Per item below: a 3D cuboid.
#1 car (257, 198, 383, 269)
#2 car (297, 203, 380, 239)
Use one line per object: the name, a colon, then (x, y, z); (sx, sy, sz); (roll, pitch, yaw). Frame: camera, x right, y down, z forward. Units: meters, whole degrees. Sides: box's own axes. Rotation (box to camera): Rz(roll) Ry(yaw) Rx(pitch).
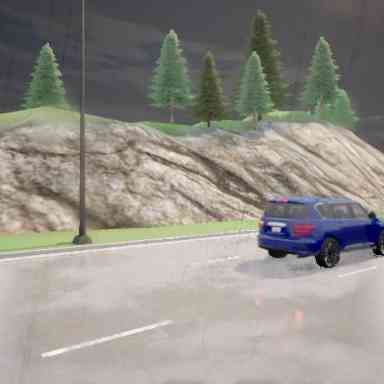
car: (4.669, 1.219, 11.394); (5.566, 2.045, 2.150); (0, 0, -36)
car: (8.069, 1.477, 18.131); (5.008, 1.535, 1.882); (0, 0, -36)
